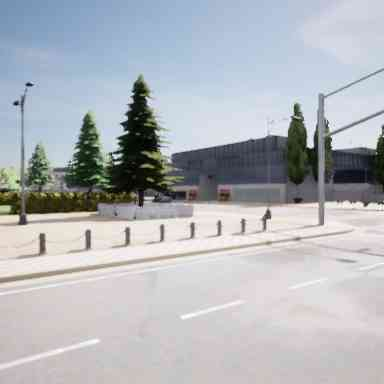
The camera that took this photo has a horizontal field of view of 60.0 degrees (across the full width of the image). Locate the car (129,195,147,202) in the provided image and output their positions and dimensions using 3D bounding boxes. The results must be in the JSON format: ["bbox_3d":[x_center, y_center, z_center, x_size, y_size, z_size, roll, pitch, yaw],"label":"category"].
[{"bbox_3d":[-11.089,1.351,68.105,1.994,1.385,4.181,0,0,-36],"label":"car"}]

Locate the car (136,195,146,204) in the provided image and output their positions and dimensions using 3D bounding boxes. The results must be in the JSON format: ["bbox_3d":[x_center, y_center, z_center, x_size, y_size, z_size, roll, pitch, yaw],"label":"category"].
[{"bbox_3d":[-9.703,1.327,54.010,1.882,1.535,5.008,0,0,-35],"label":"car"}]

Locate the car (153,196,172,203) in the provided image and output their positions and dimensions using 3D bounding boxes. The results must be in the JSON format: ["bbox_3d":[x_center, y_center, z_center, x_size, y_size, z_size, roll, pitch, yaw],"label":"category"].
[{"bbox_3d":[-5.390,1.368,60.213,1.994,1.385,4.181,0,0,-35],"label":"car"}]
